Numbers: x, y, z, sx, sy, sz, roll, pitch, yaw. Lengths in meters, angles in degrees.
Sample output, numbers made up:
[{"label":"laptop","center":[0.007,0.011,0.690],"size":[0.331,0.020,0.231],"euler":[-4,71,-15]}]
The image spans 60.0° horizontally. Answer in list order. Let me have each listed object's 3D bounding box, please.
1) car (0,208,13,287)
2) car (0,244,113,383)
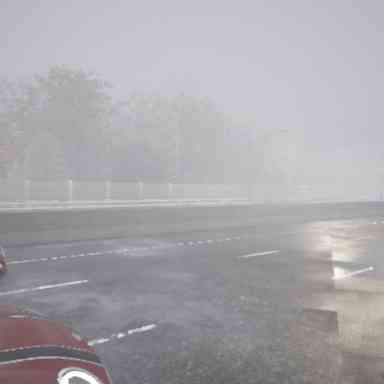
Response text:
[{"label":"car","center":[-6.770,1.352,7.517],"size":[4.553,1.767,2.097],"euler":[0,0,-36]},{"label":"car","center":[-2.703,1.352,1.818],"size":[4.553,1.767,2.097],"euler":[0,0,-36]}]
